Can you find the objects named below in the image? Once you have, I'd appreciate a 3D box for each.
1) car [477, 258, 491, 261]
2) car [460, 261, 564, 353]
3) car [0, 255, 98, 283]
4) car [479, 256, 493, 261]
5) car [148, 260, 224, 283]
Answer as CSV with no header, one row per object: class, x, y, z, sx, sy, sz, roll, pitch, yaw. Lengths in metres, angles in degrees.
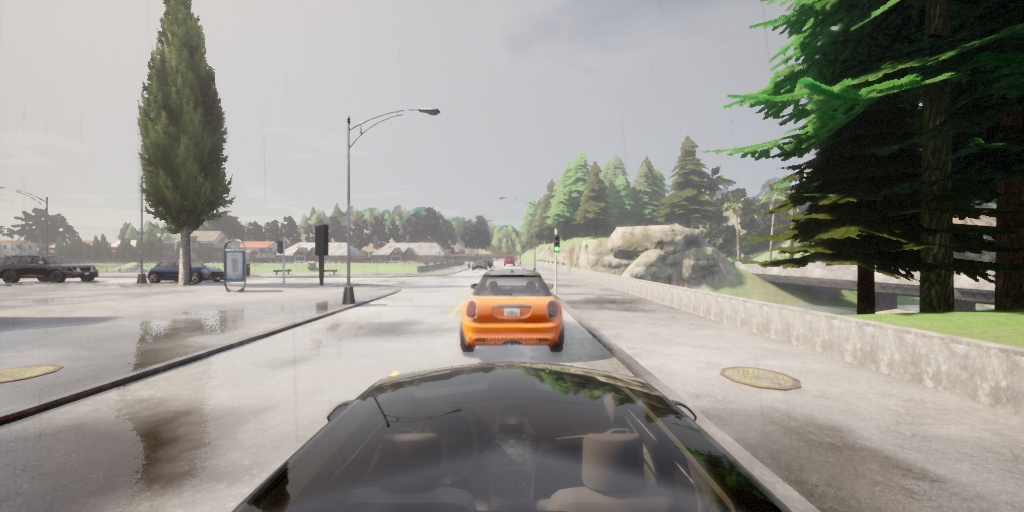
car,-4.546,1.313,51.186,1.994,1.385,4.181,0,0,0
car,-0.003,1.101,9.006,2.097,1.767,4.553,0,0,0
car,-34.656,0.970,26.865,5.566,2.045,2.150,0,0,-1
car,-4.618,0.970,60.782,2.150,2.045,5.566,0,0,0
car,-24.335,1.101,26.961,4.553,1.767,2.097,0,0,-1
